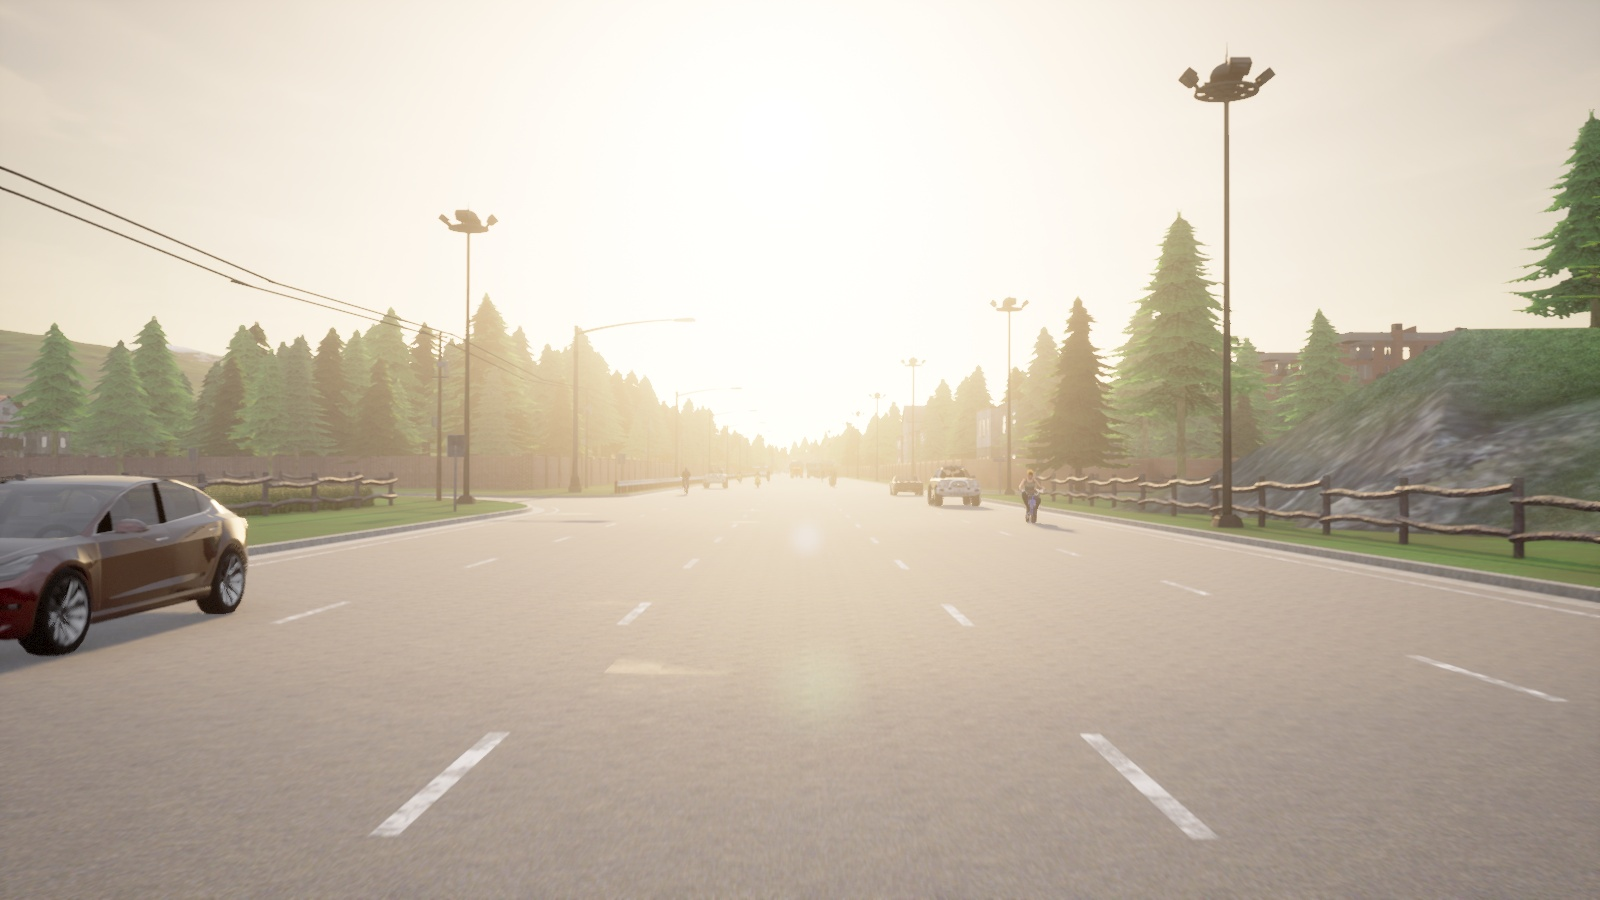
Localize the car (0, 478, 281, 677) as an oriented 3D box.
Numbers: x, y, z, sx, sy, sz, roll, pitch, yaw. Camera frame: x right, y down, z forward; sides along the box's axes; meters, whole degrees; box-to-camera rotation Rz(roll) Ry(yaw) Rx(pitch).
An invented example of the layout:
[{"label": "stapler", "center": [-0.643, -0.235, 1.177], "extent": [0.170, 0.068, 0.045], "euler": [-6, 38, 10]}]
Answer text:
[{"label": "car", "center": [-7.029, 1.036, 12.004], "extent": [2.163, 1.488, 4.792], "euler": [0, -1, 0]}]

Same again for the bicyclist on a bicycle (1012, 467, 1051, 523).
[{"label": "bicyclist on a bicycle", "center": [6.913, 1.331, 37.546], "extent": [0.866, 1.612, 1.509], "euler": [0, -1, 0]}]

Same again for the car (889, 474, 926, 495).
[{"label": "car", "center": [6.805, 2.182, 79.982], "extent": [1.895, 1.301, 4.718], "euler": [0, -1, 0]}]

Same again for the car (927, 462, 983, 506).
[{"label": "car", "center": [6.863, 1.512, 56.028], "extent": [1.932, 1.855, 4.605], "euler": [0, -1, 0]}]
